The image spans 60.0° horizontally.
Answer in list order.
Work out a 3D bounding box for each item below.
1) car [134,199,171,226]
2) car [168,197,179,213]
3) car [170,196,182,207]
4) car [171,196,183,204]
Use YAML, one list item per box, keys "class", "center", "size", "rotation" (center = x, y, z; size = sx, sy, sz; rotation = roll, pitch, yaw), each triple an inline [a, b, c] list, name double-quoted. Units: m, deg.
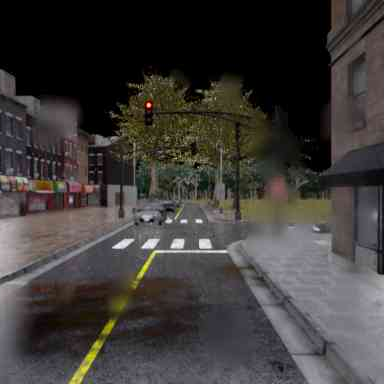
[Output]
- class: "car"
  center: [-2.889, 1.511, 23.744]
  size: [2.128, 1.511, 4.902]
  rotation: [0, 0, 0]
- class: "car"
  center: [-2.914, 1.611, 38.430]
  size: [2.033, 1.411, 5.357]
  rotation: [0, 0, 0]
- class: "car"
  center: [-2.940, 1.456, 51.288]
  size: [2.097, 1.767, 4.553]
  rotation: [0, 0, 0]
- class: "car"
  center: [-3.159, 1.639, 67.690]
  size: [1.882, 1.535, 5.008]
  rotation: [0, 0, -10]
